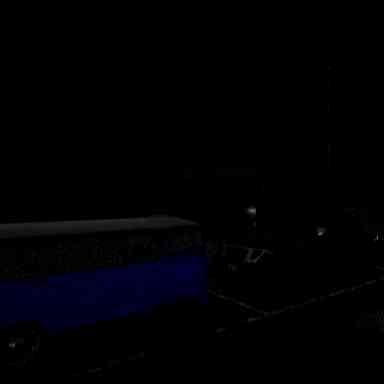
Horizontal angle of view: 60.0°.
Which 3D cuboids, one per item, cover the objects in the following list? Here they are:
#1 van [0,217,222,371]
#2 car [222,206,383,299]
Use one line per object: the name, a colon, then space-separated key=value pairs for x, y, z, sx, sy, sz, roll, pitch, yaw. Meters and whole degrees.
van: x=-1.642 y=1.341 z=5.375 sx=3.998 sy=1.788 sz=1.690 roll=0 pitch=-1 yaw=-35
car: x=2.910 y=1.313 z=8.613 sx=5.009 sy=1.841 sz=2.192 roll=0 pitch=-1 yaw=-35
